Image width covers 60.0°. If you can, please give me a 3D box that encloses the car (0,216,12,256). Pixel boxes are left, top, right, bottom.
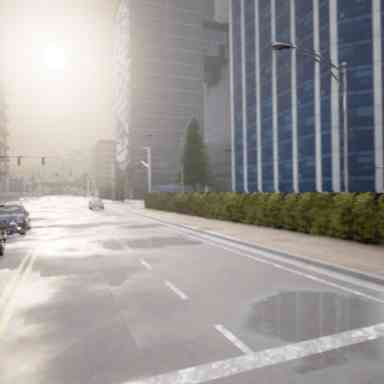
[{"bbox_3d":[-7.320,1.716,10.743,1.895,1.301,4.718,-1,0,-21],"label":"car"}]

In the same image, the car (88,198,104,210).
[{"bbox_3d":[-13.262,1.619,45.947,1.812,1.442,4.674,-1,0,-21],"label":"car"}]

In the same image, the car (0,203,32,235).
[{"bbox_3d":[-10.573,1.496,19.167,2.097,1.767,4.553,-1,0,-21],"label":"car"}]
